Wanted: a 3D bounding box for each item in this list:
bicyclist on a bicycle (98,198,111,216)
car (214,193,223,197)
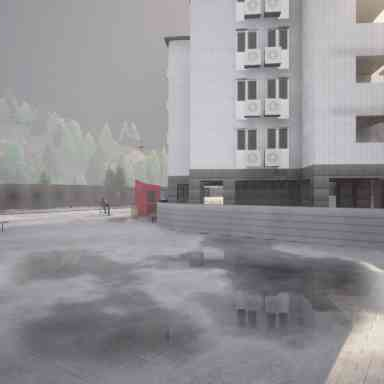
[{"bbox_3d":[-7.837,1.349,29.750,1.656,1.620,0.582,0,0,36],"label":"bicyclist on a bicycle"},{"bbox_3d":[5.624,1.221,55.814,2.150,2.045,5.566,0,0,36],"label":"car"}]
